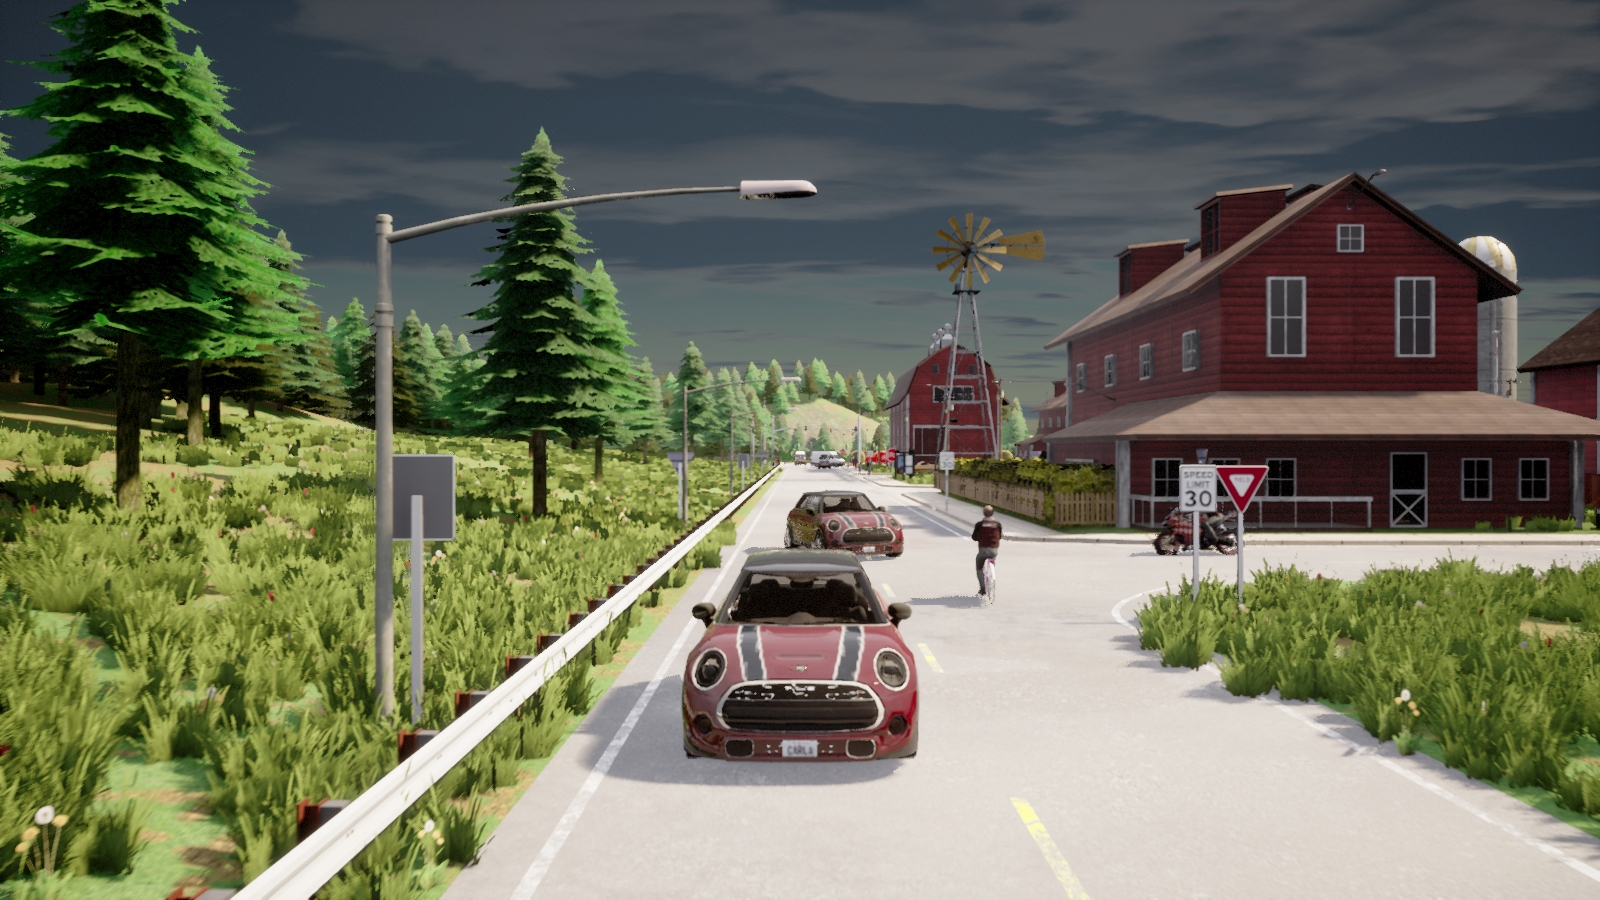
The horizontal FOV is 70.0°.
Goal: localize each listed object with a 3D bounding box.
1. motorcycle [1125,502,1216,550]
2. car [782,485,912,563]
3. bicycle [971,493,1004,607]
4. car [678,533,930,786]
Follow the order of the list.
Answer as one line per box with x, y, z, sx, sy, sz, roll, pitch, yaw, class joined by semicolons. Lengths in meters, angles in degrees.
10.059;2.066;31.089;2.209;1.251;0.867;0;0;0;motorcycle
1.137;1.870;30.244;2.097;1.767;4.553;-1;0;-16;car
3.476;1.819;21.263;0.329;1.919;1.835;0;1;0;bicycle
0.051;1.906;11.774;2.097;1.767;4.553;0;0;0;car
